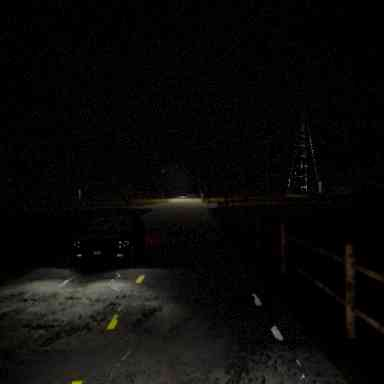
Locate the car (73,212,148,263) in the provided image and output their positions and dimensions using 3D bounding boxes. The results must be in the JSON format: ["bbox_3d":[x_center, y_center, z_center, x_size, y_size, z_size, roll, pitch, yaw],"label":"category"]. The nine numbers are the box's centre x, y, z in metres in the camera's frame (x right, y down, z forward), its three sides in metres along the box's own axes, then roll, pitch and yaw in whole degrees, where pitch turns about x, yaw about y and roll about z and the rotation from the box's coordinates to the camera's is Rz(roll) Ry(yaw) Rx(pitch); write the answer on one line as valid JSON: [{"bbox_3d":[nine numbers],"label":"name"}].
[{"bbox_3d":[-2.850,1.559,12.511,1.882,1.535,5.008,0,0,0],"label":"car"}]
